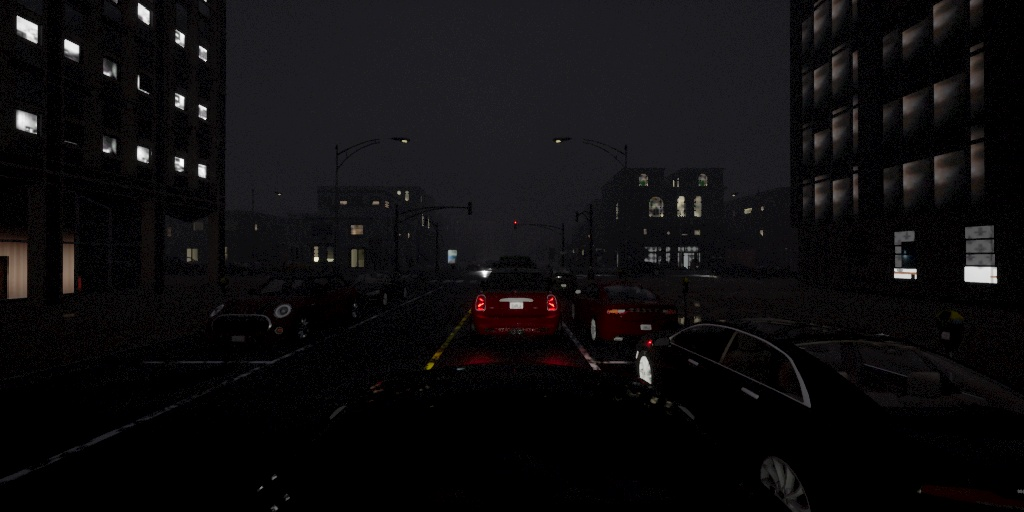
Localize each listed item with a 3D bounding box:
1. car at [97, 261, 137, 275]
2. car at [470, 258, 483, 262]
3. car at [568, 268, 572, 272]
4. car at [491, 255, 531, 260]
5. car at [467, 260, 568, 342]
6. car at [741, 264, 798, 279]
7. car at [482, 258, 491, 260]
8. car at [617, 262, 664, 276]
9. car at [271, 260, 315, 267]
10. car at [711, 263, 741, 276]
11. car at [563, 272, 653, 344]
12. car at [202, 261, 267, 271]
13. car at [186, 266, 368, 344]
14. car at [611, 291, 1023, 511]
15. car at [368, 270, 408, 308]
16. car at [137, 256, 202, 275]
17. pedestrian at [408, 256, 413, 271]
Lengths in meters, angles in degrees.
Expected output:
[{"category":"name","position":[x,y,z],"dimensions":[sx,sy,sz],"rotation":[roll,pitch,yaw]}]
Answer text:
[{"category":"car","position":[-36.500,1.131,33.372],"dimensions":[4.403,1.370,2.007],"rotation":[0,0,1]},{"category":"car","position":[-5.709,1.338,53.213],"dimensions":[1.802,1.307,4.207],"rotation":[0,0,0]},{"category":"car","position":[2.683,1.303,20.813],"dimensions":[2.007,1.370,4.403],"rotation":[0,0,0]},{"category":"car","position":[0.113,0.974,20.128],"dimensions":[2.150,2.045,5.566],"rotation":[0,0,-1]},{"category":"car","position":[0.096,1.103,9.974],"dimensions":[2.097,1.767,4.553],"rotation":[0,0,0]},{"category":"car","position":[23.631,1.433,32.434],"dimensions":[4.207,1.307,1.802],"rotation":[0,0,1]},{"category":"car","position":[-3.092,1.357,52.070],"dimensions":[1.895,1.301,4.718],"rotation":[0,0,-1]},{"category":"car","position":[13.772,1.339,38.404],"dimensions":[4.892,1.490,1.837],"rotation":[0,0,1]},{"category":"car","position":[-25.469,1.198,41.588],"dimensions":[4.829,1.417,1.751],"rotation":[0,0,1]},{"category":"car","position":[23.618,1.447,38.256],"dimensions":[4.181,1.385,1.994],"rotation":[0,0,2]},{"category":"car","position":[2.687,1.296,9.429],"dimensions":[1.888,1.381,4.507],"rotation":[0,0,0]},{"category":"car","position":[-25.427,1.177,33.206],"dimensions":[4.403,1.370,2.007],"rotation":[0,0,1]},{"category":"car","position":[-5.693,1.190,9.443],"dimensions":[1.967,1.591,4.097],"rotation":[0,0,0]},{"category":"car","position":[2.689,1.301,3.737],"dimensions":[2.007,1.370,4.403],"rotation":[0,0,0]},{"category":"car","position":[-5.696,1.302,15.135],"dimensions":[2.007,1.370,4.403],"rotation":[0,0,0]},{"category":"car","position":[-30.964,0.918,33.289],"dimensions":[5.009,1.841,2.192],"rotation":[0,0,1]},{"category":"pedestrian","position":[-12.568,0.885,44.345],"dimensions":[0.375,1.860,0.375],"rotation":[0,-1,1]}]
